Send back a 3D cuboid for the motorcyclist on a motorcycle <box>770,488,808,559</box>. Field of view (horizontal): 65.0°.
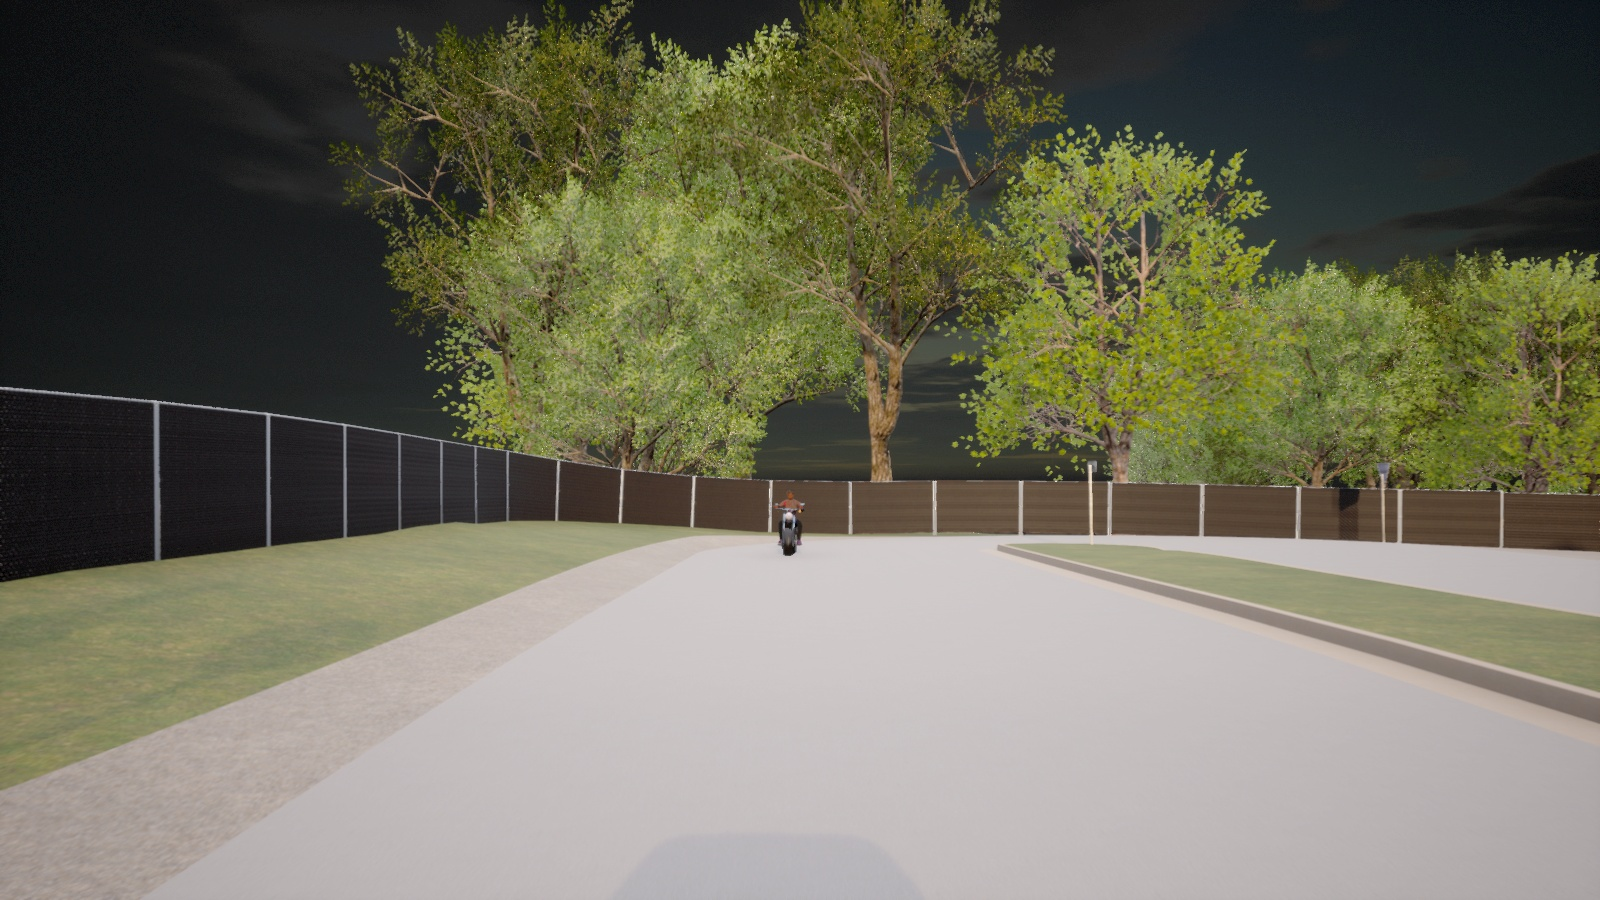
[{"bbox_3d":[-0.245,1.771,30.666,0.766,1.649,2.350,-1,-2,3],"label":"motorcyclist on a motorcycle"}]
